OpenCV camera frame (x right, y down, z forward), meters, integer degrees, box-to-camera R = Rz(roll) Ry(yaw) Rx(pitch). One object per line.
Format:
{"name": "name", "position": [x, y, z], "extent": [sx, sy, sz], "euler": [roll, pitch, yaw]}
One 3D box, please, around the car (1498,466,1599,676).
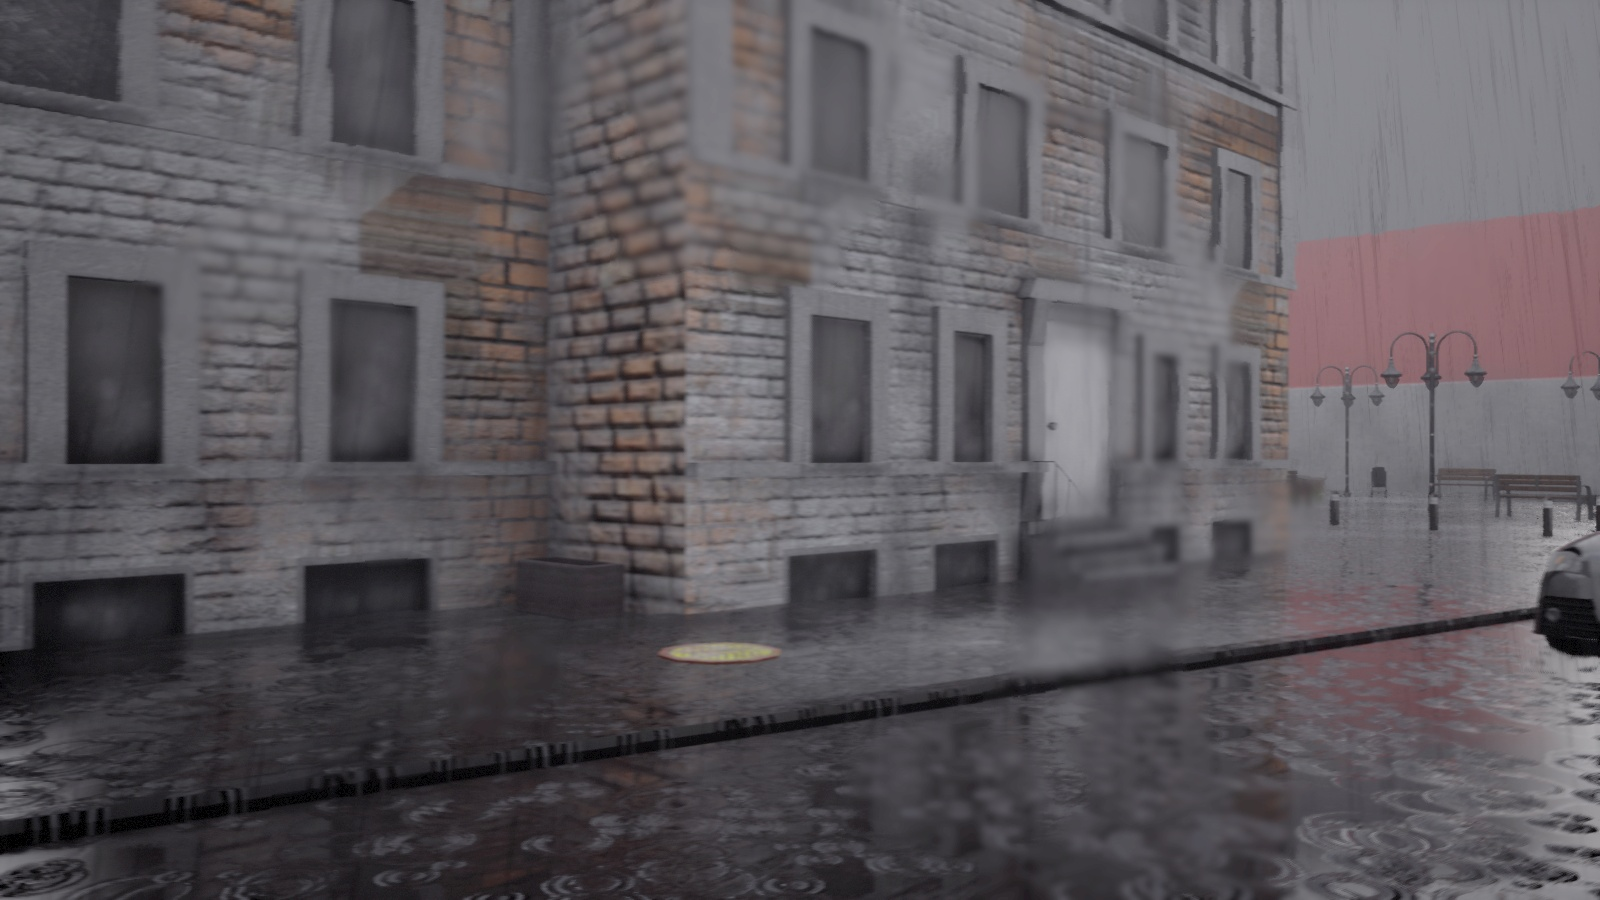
{"name": "car", "position": [7.259, 0.816, 9.320], "extent": [4.181, 1.385, 1.994], "euler": [0, 0, -35]}
